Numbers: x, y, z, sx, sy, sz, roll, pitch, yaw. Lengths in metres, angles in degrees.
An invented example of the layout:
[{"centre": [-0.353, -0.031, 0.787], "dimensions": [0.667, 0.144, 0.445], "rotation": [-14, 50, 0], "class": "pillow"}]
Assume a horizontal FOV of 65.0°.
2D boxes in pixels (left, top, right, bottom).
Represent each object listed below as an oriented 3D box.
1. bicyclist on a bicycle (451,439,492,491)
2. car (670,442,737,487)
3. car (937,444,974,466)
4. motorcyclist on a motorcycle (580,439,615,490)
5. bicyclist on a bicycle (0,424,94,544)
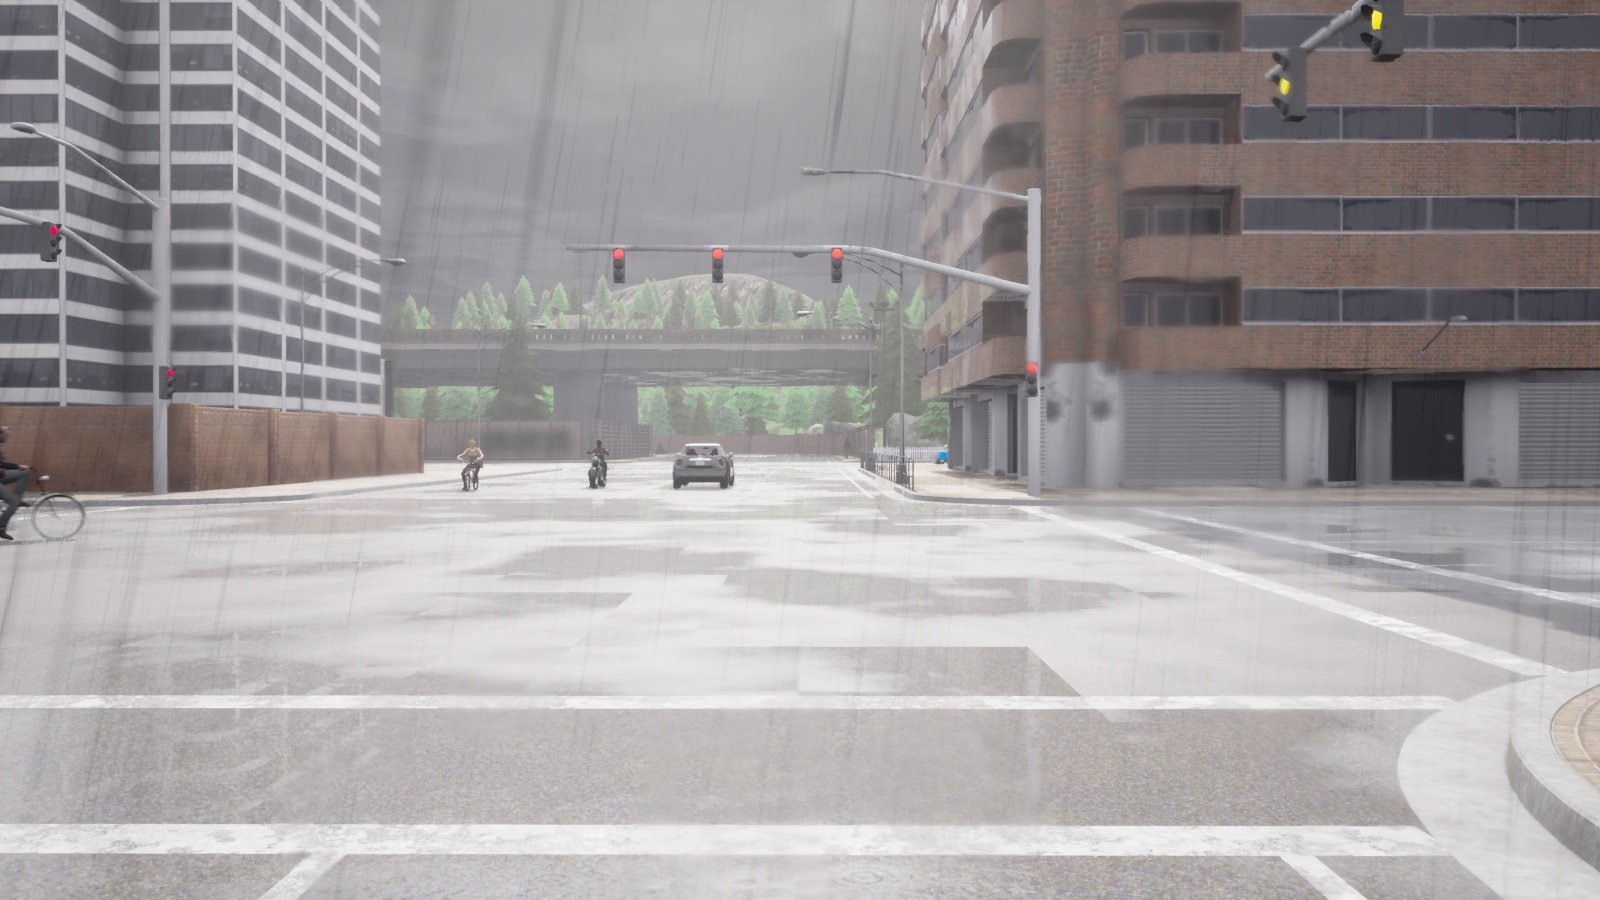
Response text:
[{"centre": [-10.263, 0.453, 39.234], "dimensions": [0.866, 1.612, 1.509], "rotation": [0, 0, 1], "class": "bicyclist on a bicycle"}, {"centre": [-3.249, 0.467, 42.886], "dimensions": [1.970, 1.475, 3.806], "rotation": [0, 0, 0], "class": "car"}, {"centre": [9.988, 0.299, 80.583], "dimensions": [2.207, 1.376, 1.481], "rotation": [0, 0, 0], "class": "car"}, {"centre": [-6.752, 0.454, 42.021], "dimensions": [0.766, 1.649, 2.350], "rotation": [0, 0, 0], "class": "motorcyclist on a motorcycle"}, {"centre": [-11.756, 0.500, 18.984], "dimensions": [1.843, 1.776, 0.659], "rotation": [0, -1, -26], "class": "bicyclist on a bicycle"}]
